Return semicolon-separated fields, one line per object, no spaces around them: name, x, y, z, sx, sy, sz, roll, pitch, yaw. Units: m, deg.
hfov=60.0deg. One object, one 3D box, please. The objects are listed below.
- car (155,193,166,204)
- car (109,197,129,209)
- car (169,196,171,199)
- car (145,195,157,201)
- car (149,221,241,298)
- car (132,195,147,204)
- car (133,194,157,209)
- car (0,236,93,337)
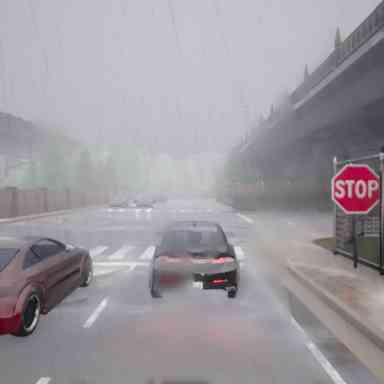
car;-6.169;1.178;62.927;2.150;2.045;5.566;0;0;1
car;-9.972;1.467;45.687;1.837;1.490;4.892;0;1;1
car;-5.884;1.206;78.999;1.994;1.385;4.181;0;0;1
car;-9.408;1.320;77.423;2.033;1.411;5.357;0;0;1
car;0.060;1.485;8.464;2.128;1.511;4.902;0;0;0
car;-9.692;1.433;61.848;1.882;1.535;5.008;0;0;1
car;-6.466;1.467;46.006;1.837;1.490;4.892;0;1;1
car;-3.445;1.559;6.637;1.994;1.385;4.181;0;0;0
